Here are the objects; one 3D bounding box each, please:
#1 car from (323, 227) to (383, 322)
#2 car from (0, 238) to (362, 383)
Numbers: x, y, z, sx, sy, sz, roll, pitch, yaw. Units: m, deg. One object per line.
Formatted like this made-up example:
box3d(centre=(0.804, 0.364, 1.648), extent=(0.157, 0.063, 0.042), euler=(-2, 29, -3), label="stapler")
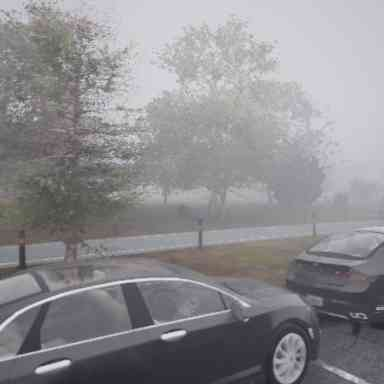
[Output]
box3d(centre=(3.992, 1.439, 6.656), extent=(4.892, 1.521, 2.231), euler=(-1, -2, -33), label="car")
box3d(centre=(-0.669, 1.469, 3.567), extent=(4.892, 1.521, 2.231), euler=(-1, -2, -34), label="car")
